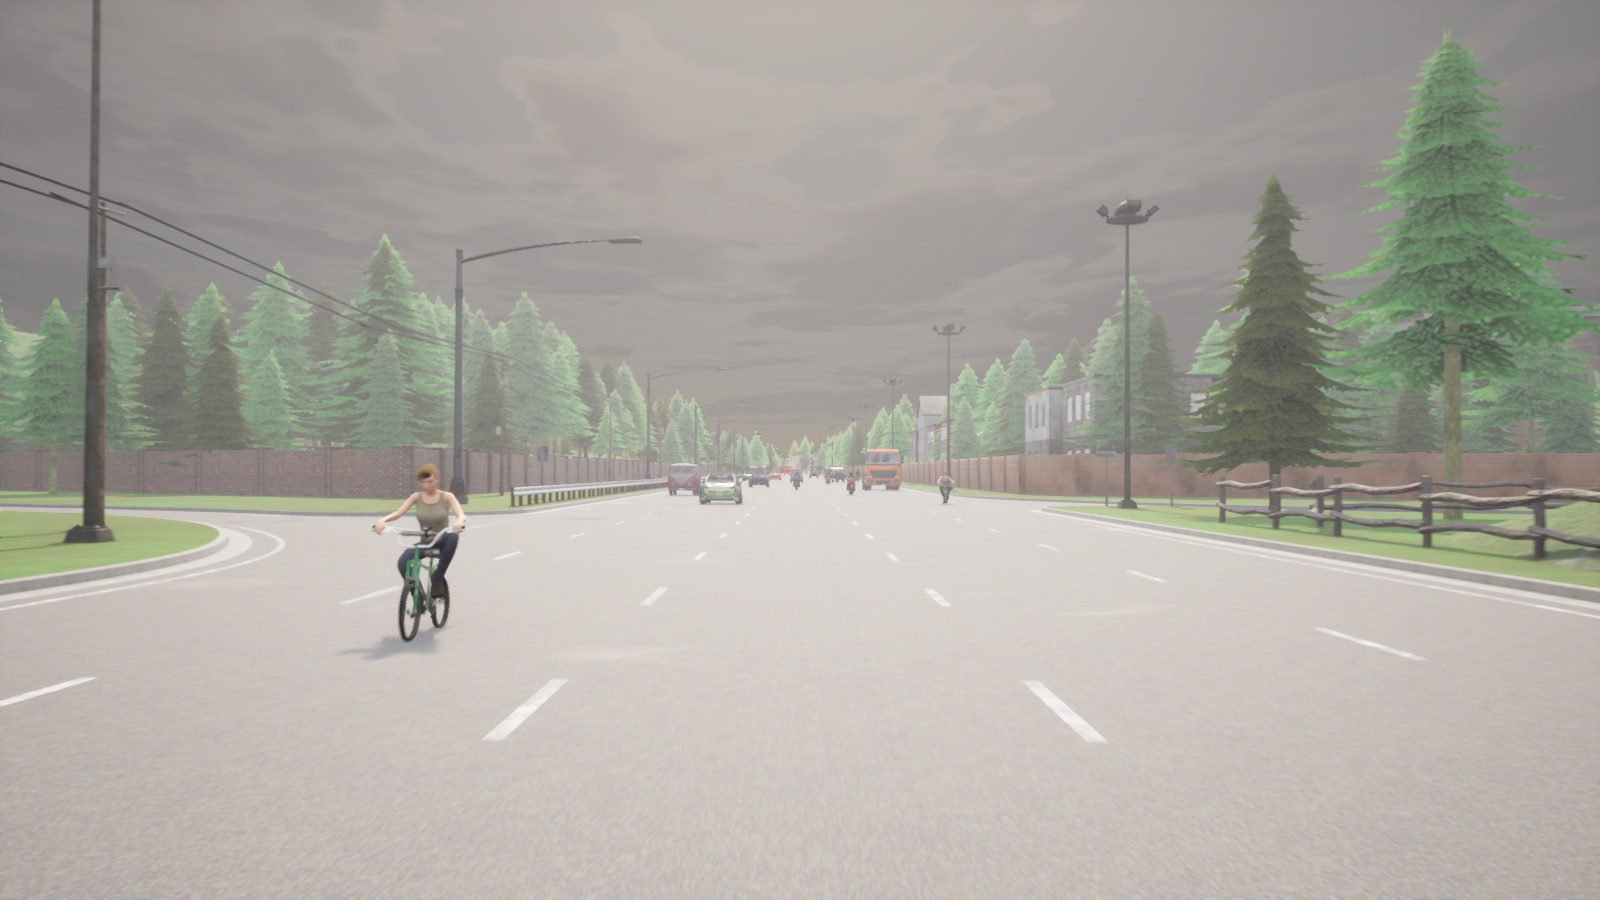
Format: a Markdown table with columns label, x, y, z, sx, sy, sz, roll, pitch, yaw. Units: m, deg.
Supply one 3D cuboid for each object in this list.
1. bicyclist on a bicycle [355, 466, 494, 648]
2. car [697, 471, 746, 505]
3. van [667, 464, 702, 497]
| label | x | y | z | sx | sy | sz | roll | pitch | yaw |
| --- | --- | --- | --- | --- | --- | --- | --- | --- | --- |
| bicyclist on a bicycle | -3.525 | 0.964 | 11.928 | 0.866 | 1.612 | 1.509 | 0 | -1 | 0 |
| car | -3.644 | 1.762 | 59.078 | 2.007 | 1.525 | 4.514 | 0 | -1 | 0 |
| van | -7.192 | 1.908 | 78.624 | 1.775 | 1.987 | 4.442 | 0 | -1 | 0 |
